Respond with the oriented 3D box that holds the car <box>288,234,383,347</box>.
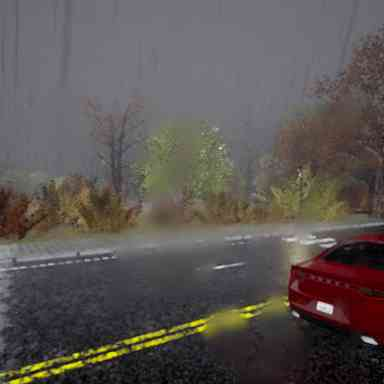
[{"bbox_3d":[3.935,1.531,6.243,5.008,1.535,1.882,0,0,-35],"label":"car"}]
